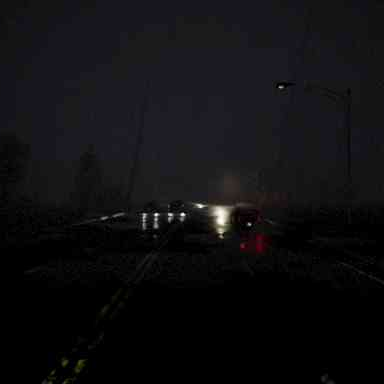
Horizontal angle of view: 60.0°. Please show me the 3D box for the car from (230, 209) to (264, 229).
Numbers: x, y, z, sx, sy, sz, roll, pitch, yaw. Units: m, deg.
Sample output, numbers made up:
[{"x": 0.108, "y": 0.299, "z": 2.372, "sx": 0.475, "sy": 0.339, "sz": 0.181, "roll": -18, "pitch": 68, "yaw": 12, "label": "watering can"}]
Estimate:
[{"x": 3.818, "y": 1.844, "z": 23.898, "sx": 1.895, "sy": 1.301, "sz": 4.718, "roll": 0, "pitch": -1, "yaw": 2, "label": "car"}]

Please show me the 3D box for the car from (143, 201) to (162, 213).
[{"x": -5.155, "y": 1.931, "z": 43.558, "sx": 1.837, "sy": 1.490, "sz": 4.892, "roll": 0, "pitch": 0, "yaw": 4, "label": "car"}]

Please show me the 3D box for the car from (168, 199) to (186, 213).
[{"x": -1.907, "y": 1.776, "z": 43.380, "sx": 2.097, "sy": 1.767, "sz": 4.553, "roll": 0, "pitch": 0, "yaw": 4, "label": "car"}]
